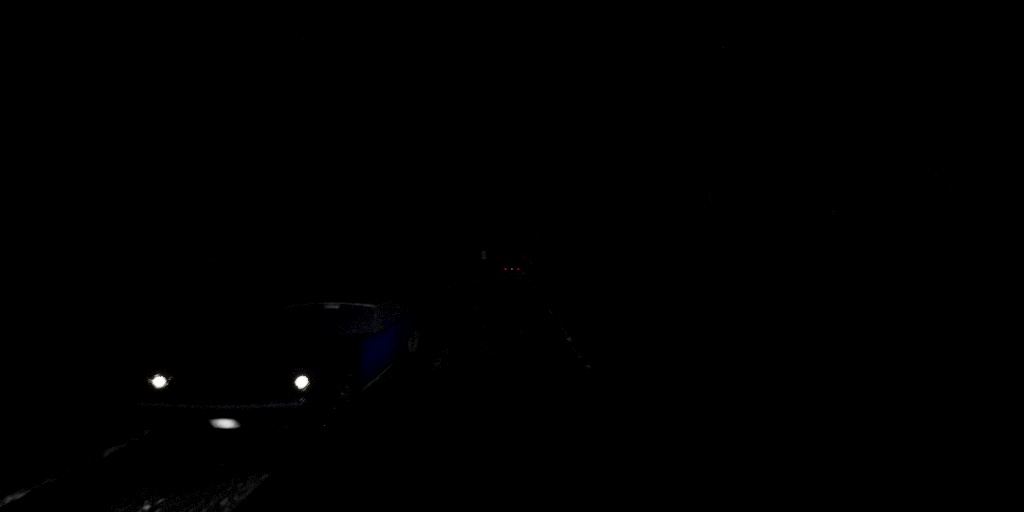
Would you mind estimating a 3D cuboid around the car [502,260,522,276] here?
[{"bbox_3d":[-0.014,1.302,36.470,2.033,1.411,5.357,0,0,0],"label":"car"}]

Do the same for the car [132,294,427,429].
[{"bbox_3d":[-2.833,1.351,5.755,1.895,1.301,4.718,0,0,0],"label":"car"}]
